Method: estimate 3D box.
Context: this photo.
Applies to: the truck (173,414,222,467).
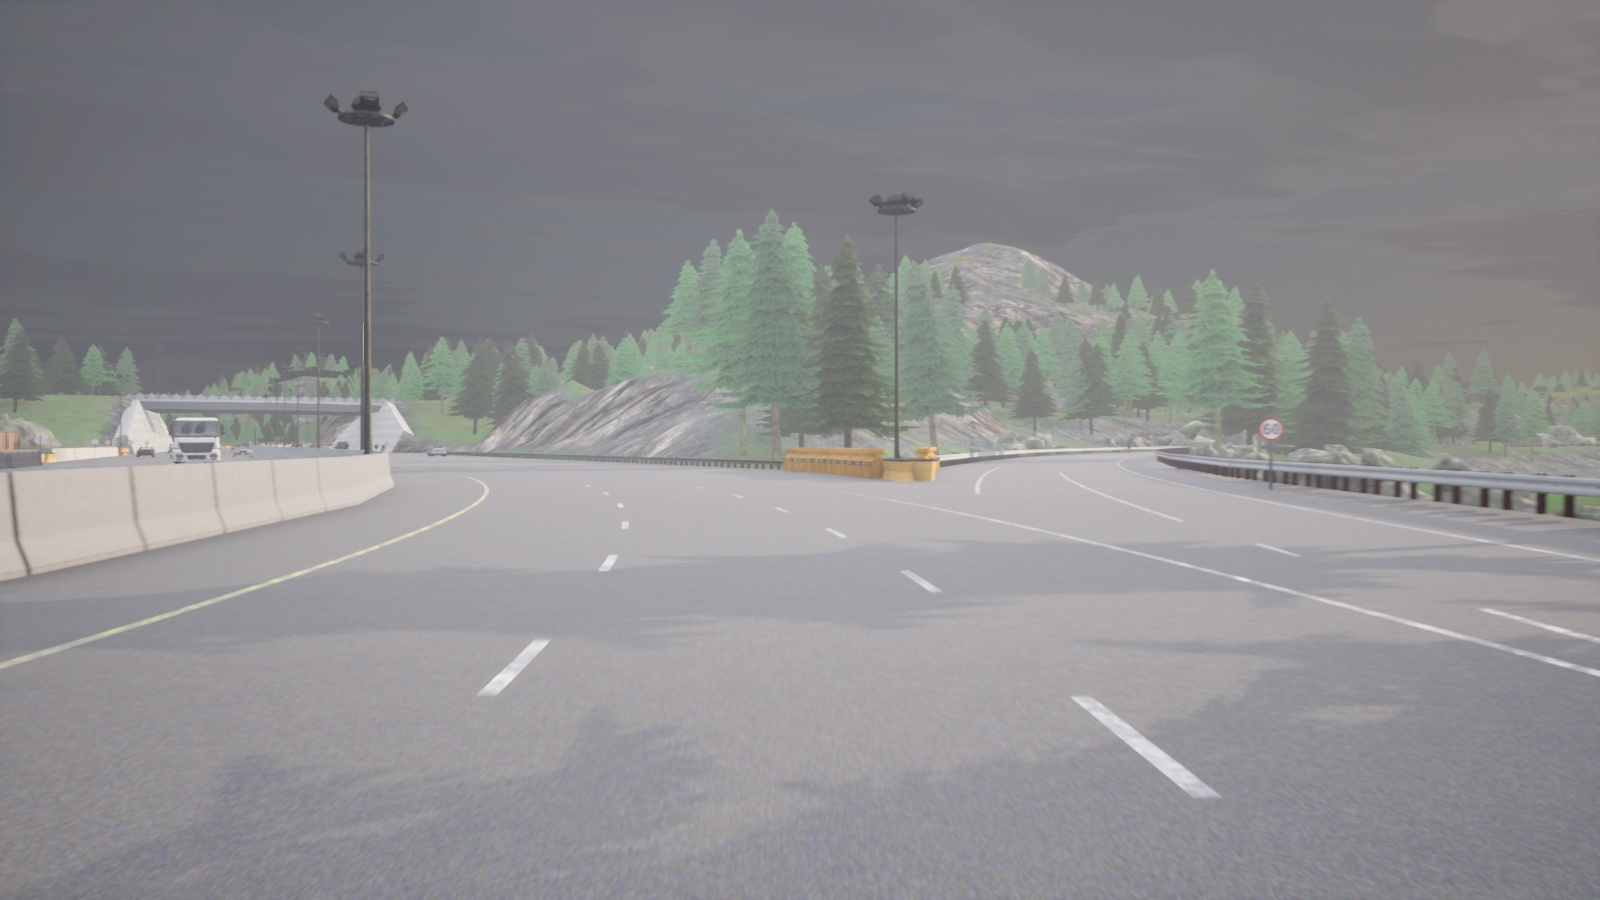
[{"bbox_3d":[-41.828,-0.662,87.312,2.891,3.462,7.936,0,0,-24],"label":"truck"}]
